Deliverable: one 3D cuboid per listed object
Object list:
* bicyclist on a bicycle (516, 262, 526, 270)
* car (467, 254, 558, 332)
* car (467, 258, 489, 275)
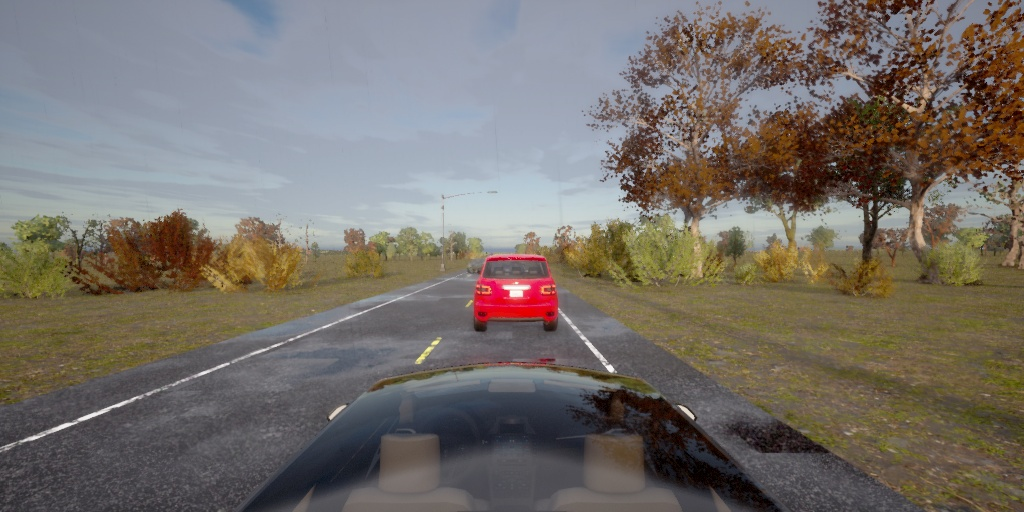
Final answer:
[{"bbox_3d":[0.861,1.110,30.199,0.659,1.776,1.843,0,0,0],"label":"bicyclist on a bicycle"},{"bbox_3d":[0.079,0.968,11.020,2.150,2.045,5.566,0,0,-1],"label":"car"},{"bbox_3d":[-3.782,1.089,40.322,2.097,1.767,4.553,0,0,0],"label":"car"}]
